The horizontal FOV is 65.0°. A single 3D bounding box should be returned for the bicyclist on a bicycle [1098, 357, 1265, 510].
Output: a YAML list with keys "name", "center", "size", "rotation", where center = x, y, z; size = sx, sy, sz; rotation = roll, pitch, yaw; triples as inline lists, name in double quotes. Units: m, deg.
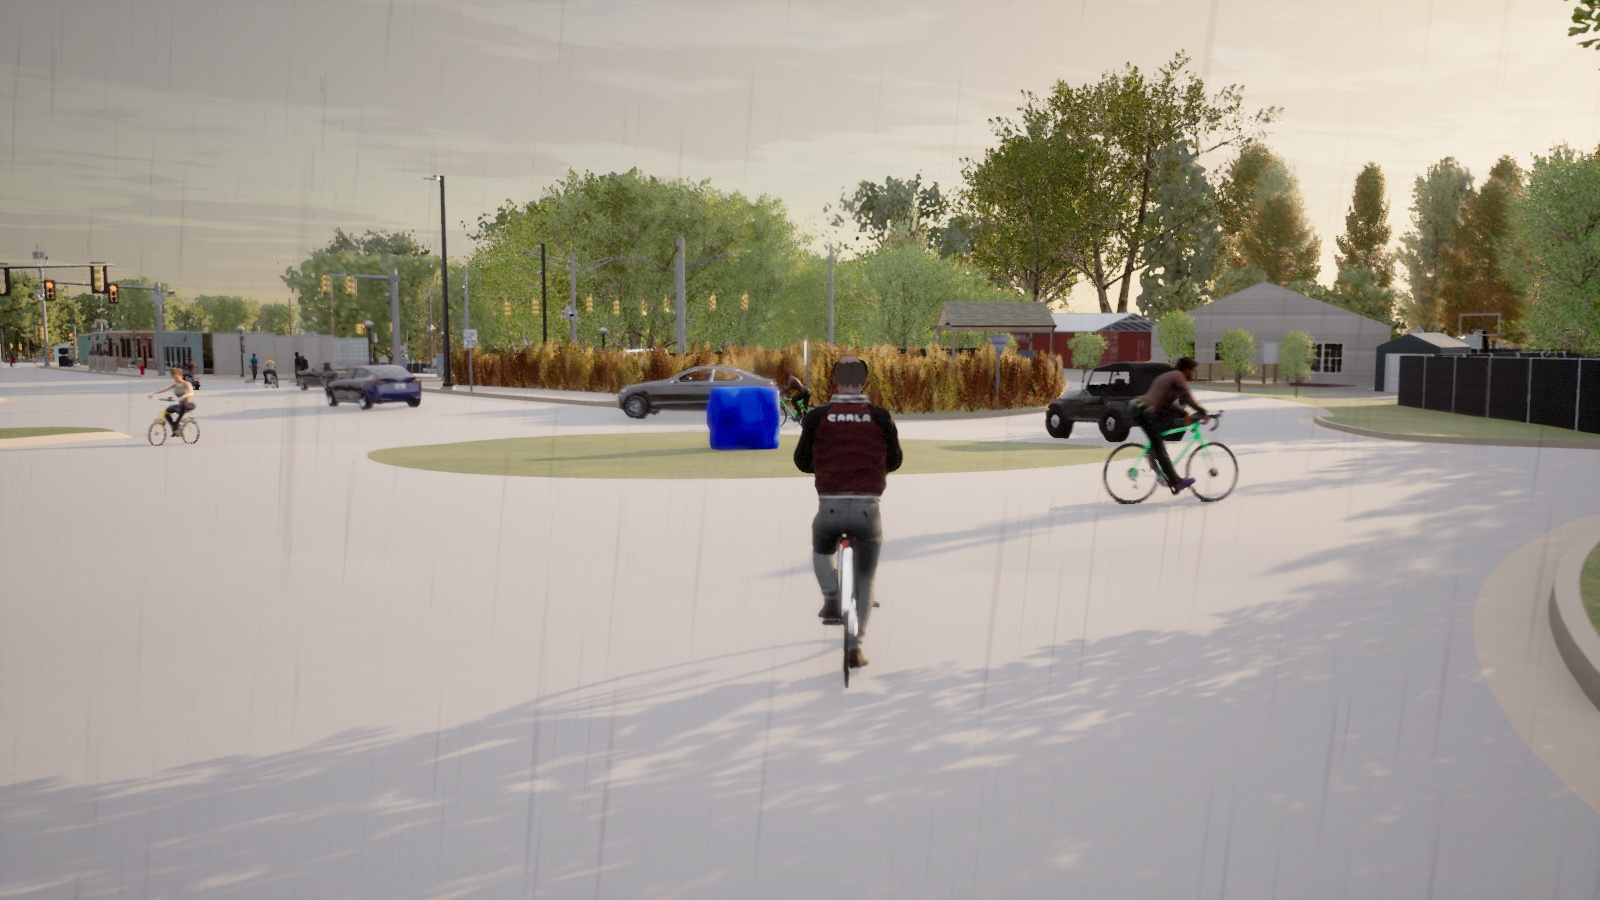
- name: "bicyclist on a bicycle"
  center: [4.170, -0.195, 13.749]
  size: [1.656, 1.620, 0.582]
  rotation: [-1, 3, -12]

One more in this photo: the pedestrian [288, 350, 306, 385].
- name: "pedestrian"
  center: [-26.245, -4.308, 65.573]
  size: [0.370, 1.835, 0.726]
  rotation: [6, 8, 44]

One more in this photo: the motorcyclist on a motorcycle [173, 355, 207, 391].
- name: "motorcyclist on a motorcycle"
  center: [-28.887, -3.631, 59.464]
  size: [0.766, 1.649, 2.350]
  rotation: [-5, 6, -42]

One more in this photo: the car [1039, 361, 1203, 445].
- name: "car"
  center: [7.627, -1.166, 30.227]
  size: [1.905, 1.878, 3.866]
  rotation: [-1, 4, -22]

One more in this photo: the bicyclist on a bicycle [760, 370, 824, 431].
- name: "bicyclist on a bicycle"
  center: [-0.228, -1.391, 35.014]
  size: [1.656, 1.620, 0.582]
  rotation: [2, 5, 11]

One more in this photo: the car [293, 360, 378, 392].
- name: "car"
  center: [-20.598, -3.311, 55.607]
  size: [1.895, 1.301, 4.718]
  rotation: [-5, 7, -41]

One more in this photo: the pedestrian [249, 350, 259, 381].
- name: "pedestrian"
  center: [-34.855, -5.396, 80.188]
  size: [0.396, 1.930, 0.692]
  rotation: [-4, 7, -34]

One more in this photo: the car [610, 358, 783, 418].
- name: "car"
  center: [-3.158, -1.947, 38.877]
  size: [5.027, 1.651, 2.152]
  rotation: [2, 5, 6]

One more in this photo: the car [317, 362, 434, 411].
- name: "car"
  center: [-14.834, -2.249, 43.693]
  size: [2.163, 1.488, 4.792]
  rotation: [-6, 7, -40]

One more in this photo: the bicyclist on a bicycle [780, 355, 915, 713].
- name: "bicyclist on a bicycle"
  center: [0.288, 0.354, 7.128]
  size: [0.659, 1.776, 1.843]
  rotation: [0, 4, 4]

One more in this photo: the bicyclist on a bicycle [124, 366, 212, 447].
- name: "bicyclist on a bicycle"
  center: [-13.131, -0.911, 26.136]
  size: [0.866, 1.612, 1.509]
  rotation: [3, 3, 13]
